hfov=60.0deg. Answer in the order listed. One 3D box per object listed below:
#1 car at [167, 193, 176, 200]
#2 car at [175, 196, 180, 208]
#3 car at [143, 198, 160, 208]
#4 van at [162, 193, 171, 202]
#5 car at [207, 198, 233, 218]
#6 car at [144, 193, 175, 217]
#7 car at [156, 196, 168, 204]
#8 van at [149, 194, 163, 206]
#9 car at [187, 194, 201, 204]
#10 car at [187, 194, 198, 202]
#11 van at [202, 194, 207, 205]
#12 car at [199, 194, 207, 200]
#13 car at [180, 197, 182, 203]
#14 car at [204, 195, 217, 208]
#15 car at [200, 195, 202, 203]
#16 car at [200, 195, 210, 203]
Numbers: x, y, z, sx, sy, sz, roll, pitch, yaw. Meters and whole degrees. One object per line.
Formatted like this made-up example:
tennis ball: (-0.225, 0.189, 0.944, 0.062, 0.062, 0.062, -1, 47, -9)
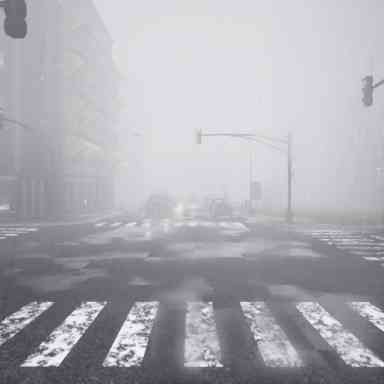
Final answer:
car: (-5.624, 1.173, 92.032, 2.192, 1.841, 5.009, -1, 0, 0)
car: (-3.052, 1.432, 46.866, 1.882, 1.535, 5.008, 0, 0, 0)
car: (-5.660, 1.520, 46.863, 1.947, 1.339, 4.313, -1, 0, 0)
van: (-5.639, 1.242, 75.094, 1.690, 1.788, 3.998, -1, 0, 0)
car: (2.673, 1.522, 29.951, 1.887, 1.381, 4.507, -1, 0, 0)
car: (-3.071, 1.197, 31.391, 2.150, 2.045, 5.566, 0, 0, 0)
car: (-5.646, 1.470, 63.800, 1.887, 1.381, 4.507, -1, 0, 0)
van: (-5.659, 1.286, 52.508, 1.690, 1.788, 3.998, -1, 0, 0)
car: (0.154, 1.479, 60.352, 2.033, 1.411, 5.357, 0, 0, 0)
car: (0.090, 1.264, 70.979, 2.097, 1.767, 4.553, 0, 0, 0)
van: (2.684, 1.295, 46.889, 1.690, 1.788, 3.998, -1, 0, 0)
car: (2.756, 1.313, 86.409, 1.967, 1.590, 4.097, -1, 0, 0)
car: (-2.944, 1.537, 65.071, 2.033, 1.411, 5.357, 0, 0, 0)
car: (2.676, 1.410, 35.597, 1.967, 1.590, 4.097, -1, 0, 0)
car: (2.692, 1.490, 52.535, 1.887, 1.381, 4.507, -1, 0, 0)
car: (2.711, 1.353, 69.472, 1.967, 1.590, 4.097, -1, 0, 0)
